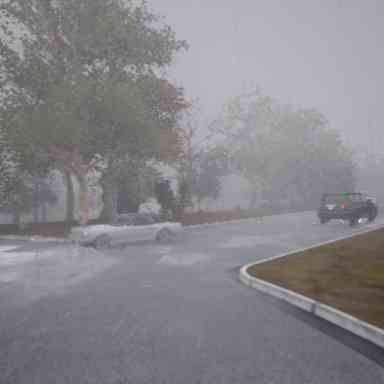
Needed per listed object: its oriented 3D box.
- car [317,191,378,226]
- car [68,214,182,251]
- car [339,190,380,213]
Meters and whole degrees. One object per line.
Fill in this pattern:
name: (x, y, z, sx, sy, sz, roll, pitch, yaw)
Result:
car: (10.376, 1.037, 22.167, 5.566, 2.045, 2.150, -1, 0, -44)
car: (-2.839, 1.654, 14.612, 4.718, 1.301, 1.895, -1, 0, -38)
car: (17.403, 0.911, 34.396, 5.566, 2.045, 2.150, -1, 0, -45)
